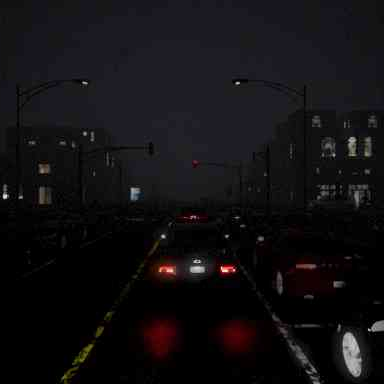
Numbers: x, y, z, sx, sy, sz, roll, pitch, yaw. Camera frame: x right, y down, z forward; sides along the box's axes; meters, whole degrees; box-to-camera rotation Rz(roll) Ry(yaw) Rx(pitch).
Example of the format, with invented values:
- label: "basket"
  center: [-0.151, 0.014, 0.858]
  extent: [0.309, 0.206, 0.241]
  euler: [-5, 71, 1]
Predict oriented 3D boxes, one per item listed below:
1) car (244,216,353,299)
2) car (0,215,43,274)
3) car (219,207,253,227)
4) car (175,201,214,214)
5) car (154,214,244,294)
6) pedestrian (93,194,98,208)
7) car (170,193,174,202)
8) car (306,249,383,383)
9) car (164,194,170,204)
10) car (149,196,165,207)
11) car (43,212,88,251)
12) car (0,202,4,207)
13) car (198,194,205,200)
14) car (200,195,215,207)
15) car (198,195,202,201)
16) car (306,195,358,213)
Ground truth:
- label: "car"
  center: [2.685, 1.546, 8.285]
  extent: [1.887, 1.381, 4.507]
  euler: [0, 0, 0]
- label: "car"
  center: [-5.695, 1.441, 8.292]
  extent: [1.967, 1.590, 4.097]
  euler: [0, 0, 0]
- label: "car"
  center: [2.671, 1.553, 19.669]
  extent: [2.008, 1.369, 4.403]
  euler: [0, 0, 0]
- label: "car"
  center: [0.077, 1.507, 19.462]
  extent: [1.837, 1.490, 4.892]
  euler: [0, 0, 0]
- label: "car"
  center: [0.089, 1.548, 8.941]
  extent: [2.033, 1.411, 5.357]
  euler: [0, 0, 0]
- label: "pedestrian"
  center: [-12.603, 1.135, 43.187]
  extent: [0.375, 1.860, 0.375]
  euler: [0, -1, 1]
- label: "car"
  center: [-5.775, 1.451, 74.149]
  extent: [1.967, 1.590, 4.097]
  euler: [0, 0, 0]
- label: "car"
  center: [2.691, 1.551, 2.593]
  extent: [2.008, 1.369, 4.403]
  euler: [0, 0, 0]
- label: "car"
  center: [-5.762, 1.559, 63.105]
  extent: [2.008, 1.369, 4.403]
  euler: [0, 0, 0]
- label: "car"
  center: [-5.749, 1.588, 52.062]
  extent: [1.802, 1.307, 4.206]
  euler: [0, 0, 0]
- label: "car"
  center: [-5.703, 1.552, 13.984]
  extent: [2.008, 1.369, 4.403]
  euler: [0, 0, 0]
- label: "car"
  center: [-25.499, 1.447, 40.427]
  extent: [4.829, 1.417, 1.752]
  euler: [0, -1, 1]
- label: "car"
  center: [2.586, 1.458, 90.712]
  extent: [1.967, 1.590, 4.097]
  euler: [0, 0, 0]
- label: "car"
  center: [2.632, 1.572, 52.059]
  extent: [1.947, 1.339, 4.313]
  euler: [0, 0, 0]
- label: "car"
  center: [2.618, 1.590, 63.101]
  extent: [1.802, 1.307, 4.206]
  euler: [0, 0, 0]
- label: "car"
  center: [15.567, 1.315, 37.253]
  extent: [5.566, 2.045, 2.150]
  euler: [0, 0, 1]
